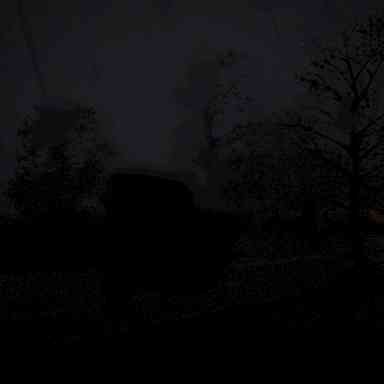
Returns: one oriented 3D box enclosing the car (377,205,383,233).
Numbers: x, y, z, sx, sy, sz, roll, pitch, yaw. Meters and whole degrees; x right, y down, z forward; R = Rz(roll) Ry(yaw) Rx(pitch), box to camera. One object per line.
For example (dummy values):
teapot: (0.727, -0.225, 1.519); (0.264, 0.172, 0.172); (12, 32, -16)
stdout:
car: (10.995, 1.833, 22.350); (5.366, 1.575, 1.946); (-1, -1, 39)

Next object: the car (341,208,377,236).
car: (8.248, 1.790, 20.470); (4.892, 1.521, 2.231); (-1, -1, 39)

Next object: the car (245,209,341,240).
car: (5.343, 1.744, 18.716); (4.892, 1.521, 2.231); (-1, -2, 39)
